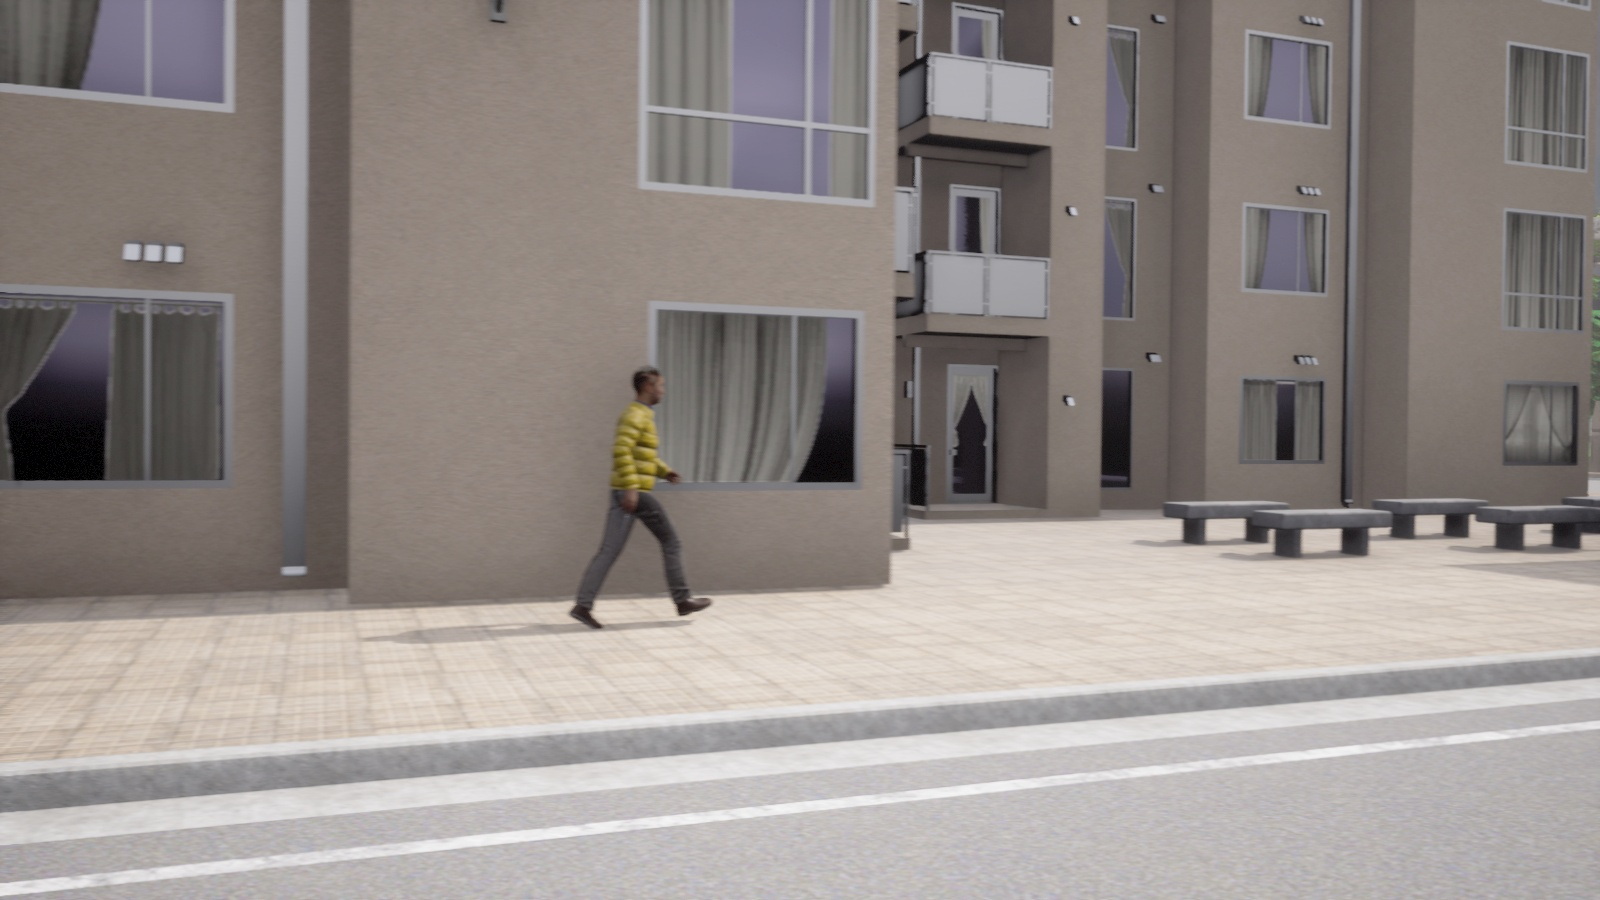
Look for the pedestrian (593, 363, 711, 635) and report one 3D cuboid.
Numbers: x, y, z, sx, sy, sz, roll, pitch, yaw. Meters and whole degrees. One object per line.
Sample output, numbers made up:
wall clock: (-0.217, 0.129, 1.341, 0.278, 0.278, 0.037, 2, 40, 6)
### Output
pedestrian: (-1.040, 0.324, 8.807, 0.709, 1.840, 0.431, -1, 1, -22)
